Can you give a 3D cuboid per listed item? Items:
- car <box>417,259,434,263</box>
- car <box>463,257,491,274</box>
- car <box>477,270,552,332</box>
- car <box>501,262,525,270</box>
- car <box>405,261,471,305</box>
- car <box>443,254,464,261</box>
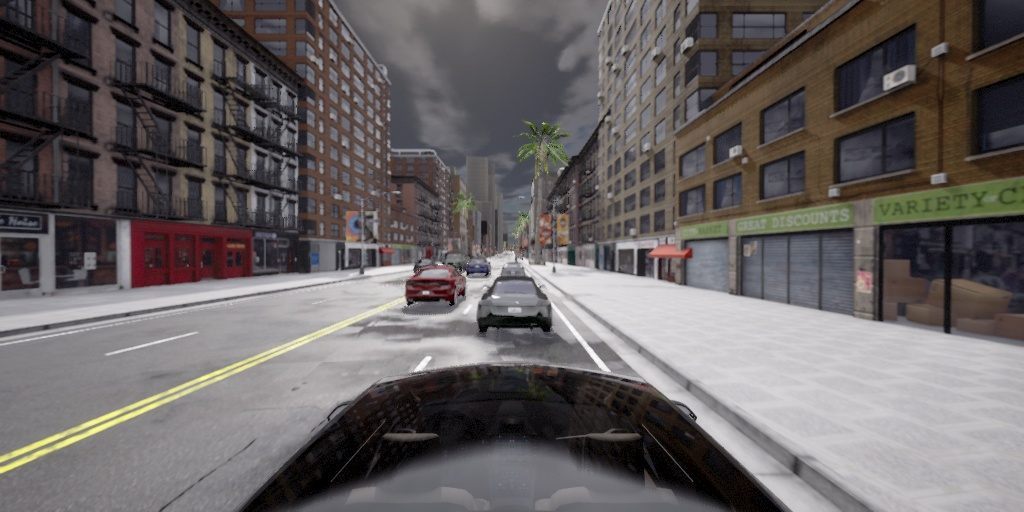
[{"bbox_3d":[-9.845,1.095,40.814,1.837,1.490,4.892,0,0,0],"label":"car"},{"bbox_3d":[-3.157,0.968,34.736,2.097,1.767,4.553,0,0,0],"label":"car"},{"bbox_3d":[0.076,1.283,10.801,1.994,1.385,4.181,0,0,0],"label":"car"},{"bbox_3d":[0.082,1.195,27.956,2.033,1.411,5.357,0,0,0],"label":"car"},{"bbox_3d":[-3.159,1.178,15.650,1.882,1.535,5.008,0,1,0],"label":"car"},{"bbox_3d":[-6.597,0.809,41.111,2.150,2.045,5.566,0,0,0],"label":"car"}]
